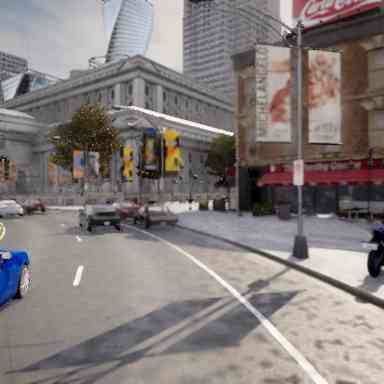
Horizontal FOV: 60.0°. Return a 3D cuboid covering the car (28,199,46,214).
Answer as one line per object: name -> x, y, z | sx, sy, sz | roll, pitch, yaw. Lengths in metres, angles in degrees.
car -> -17.141, 1.497, 35.259 | 4.674, 1.442, 1.812 | 0, 0, 43

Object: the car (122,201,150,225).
car -> -5.481, 1.448, 26.288 | 2.002, 1.452, 4.674 | -1, 0, -34

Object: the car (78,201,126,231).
car -> -5.728, 1.459, 20.320 | 1.837, 1.490, 4.892 | 0, 0, -26

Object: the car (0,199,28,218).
car -> -16.700, 1.516, 29.954 | 1.812, 1.442, 4.674 | 0, 0, -42

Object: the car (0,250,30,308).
car -> -4.186, 1.484, 5.264 | 1.882, 1.535, 5.008 | 0, 0, -9
